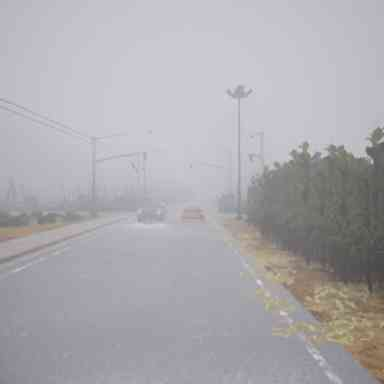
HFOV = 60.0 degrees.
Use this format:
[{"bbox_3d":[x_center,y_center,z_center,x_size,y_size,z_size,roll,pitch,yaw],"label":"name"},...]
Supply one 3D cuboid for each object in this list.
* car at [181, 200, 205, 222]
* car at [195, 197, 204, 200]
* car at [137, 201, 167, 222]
[{"bbox_3d":[0.096,1.757,29.437,1.882,1.535,5.008,0,0,2],"label":"car"},{"bbox_3d":[2.006,1.942,85.425,1.812,1.442,4.674,0,-3,8],"label":"car"},{"bbox_3d":[-3.427,1.625,29.070,2.097,1.767,4.553,0,0,1],"label":"car"}]
